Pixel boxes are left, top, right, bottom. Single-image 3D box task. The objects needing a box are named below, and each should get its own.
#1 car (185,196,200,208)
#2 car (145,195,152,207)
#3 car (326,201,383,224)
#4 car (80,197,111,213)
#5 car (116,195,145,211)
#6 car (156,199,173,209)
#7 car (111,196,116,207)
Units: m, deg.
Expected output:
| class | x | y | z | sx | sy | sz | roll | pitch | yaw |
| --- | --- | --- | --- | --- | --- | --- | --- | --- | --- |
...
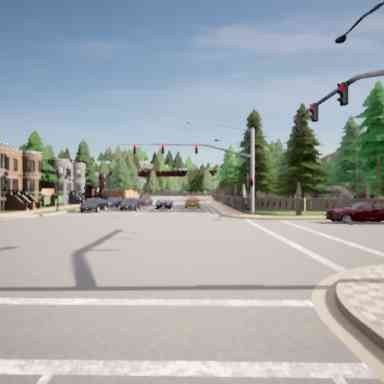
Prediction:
| class | x | y | z | sx | sy | sz | roll | pitch | yaw |
| --- | --- | --- | --- | --- | --- | --- | --- | --- | --- |
| car | 0.070 | 1.358 | 45.270 | 1.882 | 1.535 | 5.008 | 0 | 0 | 0 |
| car | -7.084 | 1.224 | 48.471 | 2.097 | 1.767 | 4.553 | 0 | 0 | 0 |
| car | 12.003 | 1.416 | 23.252 | 5.008 | 1.535 | 1.882 | 0 | 0 | 0 |
| car | -10.599 | 1.410 | 35.927 | 1.837 | 1.490 | 4.892 | 0 | 0 | 0 |
| car | -7.089 | 1.403 | 38.641 | 1.837 | 1.490 | 4.892 | 0 | 0 | 0 |
| car | -3.428 | 1.489 | 42.170 | 1.895 | 1.301 | 4.718 | 0 | 0 | 0 |
| car | -10.601 | 1.372 | 45.343 | 2.128 | 1.511 | 4.902 | 0 | 0 | 0 |
